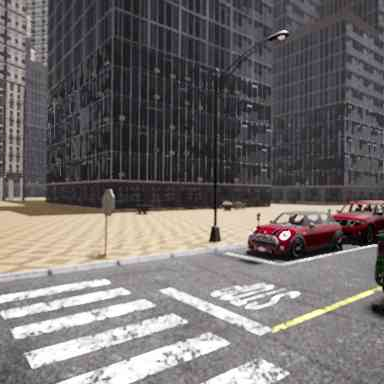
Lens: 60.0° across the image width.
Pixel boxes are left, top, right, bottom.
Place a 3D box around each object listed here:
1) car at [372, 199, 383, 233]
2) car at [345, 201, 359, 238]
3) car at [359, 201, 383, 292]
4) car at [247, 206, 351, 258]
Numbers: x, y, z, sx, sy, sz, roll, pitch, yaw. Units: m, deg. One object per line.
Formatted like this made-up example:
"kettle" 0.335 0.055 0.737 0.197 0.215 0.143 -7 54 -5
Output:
"car" 12.942 1.380 19.706 5.009 1.841 2.192 0 0 -38
"car" 8.476 1.362 16.250 5.009 1.841 2.192 0 0 -38
"car" 6.103 1.248 7.230 5.566 2.045 2.150 0 0 -38
"car" 4.009 1.468 12.795 4.097 1.590 1.967 0 0 -38
